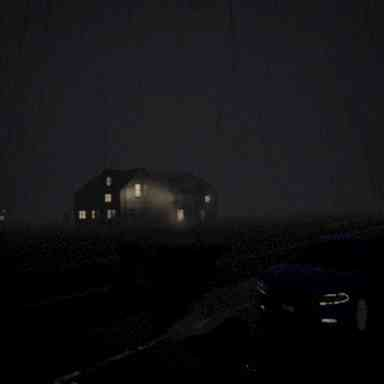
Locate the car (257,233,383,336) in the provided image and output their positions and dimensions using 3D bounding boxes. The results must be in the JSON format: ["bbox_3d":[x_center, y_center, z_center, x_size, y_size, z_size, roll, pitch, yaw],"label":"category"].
[{"bbox_3d":[3.367,1.747,7.489,1.882,1.535,5.008,-5,-4,44],"label":"car"}]
